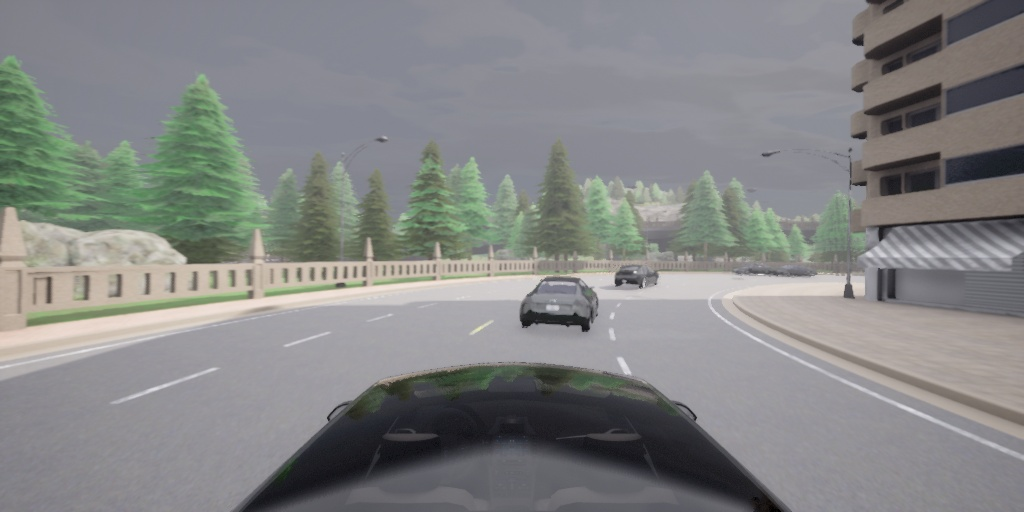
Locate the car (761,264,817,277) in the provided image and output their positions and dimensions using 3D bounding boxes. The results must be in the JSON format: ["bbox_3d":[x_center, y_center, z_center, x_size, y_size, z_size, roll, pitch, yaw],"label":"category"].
[{"bbox_3d":[32.433,1.728,41.561,5.357,1.411,2.033,1,0,-9],"label":"car"}]

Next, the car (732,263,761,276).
[{"bbox_3d":[29.861,1.636,44.581,4.902,1.511,2.128,1,0,-12],"label":"car"}]

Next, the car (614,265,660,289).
[{"bbox_3d":[8.683,1.370,24.692,1.837,1.490,4.892,0,0,39],"label":"car"}]

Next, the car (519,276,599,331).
[{"bbox_3d":[1.601,1.332,11.235,1.994,1.385,4.181,1,0,16],"label":"car"}]
